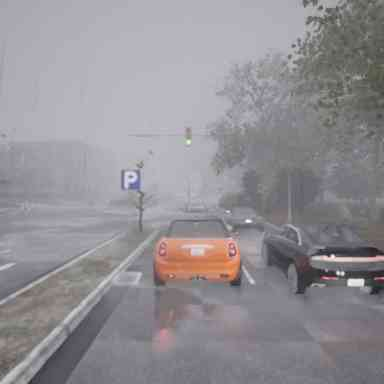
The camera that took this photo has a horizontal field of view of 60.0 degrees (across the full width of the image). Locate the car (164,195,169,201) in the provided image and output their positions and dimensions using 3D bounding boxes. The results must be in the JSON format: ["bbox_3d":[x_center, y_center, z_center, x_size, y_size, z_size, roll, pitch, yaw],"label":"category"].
[{"bbox_3d":[-8.508,1.471,79.810,4.674,1.452,2.002,-1,0,-12],"label":"car"}]

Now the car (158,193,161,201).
[{"bbox_3d":[-9.689,1.460,70.826,4.674,1.452,2.002,-1,0,-13],"label":"car"}]

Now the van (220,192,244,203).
[{"bbox_3d":[7.242,1.125,58.481,4.442,1.987,1.878,1,0,-14],"label":"van"}]

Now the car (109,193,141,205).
[{"bbox_3d":[-11.483,1.436,55.874,4.792,1.488,2.163,-1,0,-15],"label":"car"}]

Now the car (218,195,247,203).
[{"bbox_3d":[8.138,1.354,67.296,5.366,1.575,1.946,1,0,-13],"label":"car"}]

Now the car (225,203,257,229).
[{"bbox_3d":[3.165,1.629,20.802,1.994,1.385,4.181,0,0,-1],"label":"car"}]

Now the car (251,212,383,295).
[{"bbox_3d":[3.135,1.519,8.755,2.128,1.511,4.902,0,0,0],"label":"car"}]

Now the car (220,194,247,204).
[{"bbox_3d":[7.624,1.228,61.451,4.553,1.767,2.185,1,0,-14],"label":"car"}]

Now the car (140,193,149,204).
[{"bbox_3d":[-10.841,1.397,58.867,5.366,1.575,1.946,-1,0,-15],"label":"car"}]

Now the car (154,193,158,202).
[{"bbox_3d":[-10.060,1.417,67.830,4.892,1.521,2.231,-1,0,-14],"label":"car"}]

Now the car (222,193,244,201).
[{"bbox_3d":[9.405,1.238,76.152,4.553,1.767,2.185,1,0,-12],"label":"car"}]

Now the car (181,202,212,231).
[{"bbox_3d":[0.285,1.566,22.364,1.837,1.490,4.892,1,1,0],"label":"car"}]

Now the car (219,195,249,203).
[{"bbox_3d":[8.158,1.355,64.445,5.366,1.575,1.946,1,0,-13],"label":"car"}]

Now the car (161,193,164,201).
[{"bbox_3d":[-9.319,1.464,73.828,4.674,1.452,2.002,-1,-1,-13],"label":"car"}]

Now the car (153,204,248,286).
[{"bbox_3d":[0.142,1.383,9.623,2.097,1.767,4.553,0,0,0],"label":"car"}]

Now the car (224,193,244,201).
[{"bbox_3d":[10.302,1.242,82.022,4.553,1.767,2.185,1,0,-11],"label":"car"}]

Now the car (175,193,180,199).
[{"bbox_3d":[-6.679,1.446,91.757,5.008,1.535,2.097,-1,0,-11],"label":"car"}]

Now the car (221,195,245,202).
[{"bbox_3d":[8.669,1.400,70.284,4.674,1.452,2.002,1,0,-13],"label":"car"}]

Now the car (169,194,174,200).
[{"bbox_3d":[-8.059,1.183,82.817,5.566,2.045,2.435,-1,0,-12],"label":"car"}]

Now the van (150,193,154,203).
[{"bbox_3d":[-10.286,1.184,64.859,4.442,1.987,1.878,-1,0,-14],"label":"van"}]
